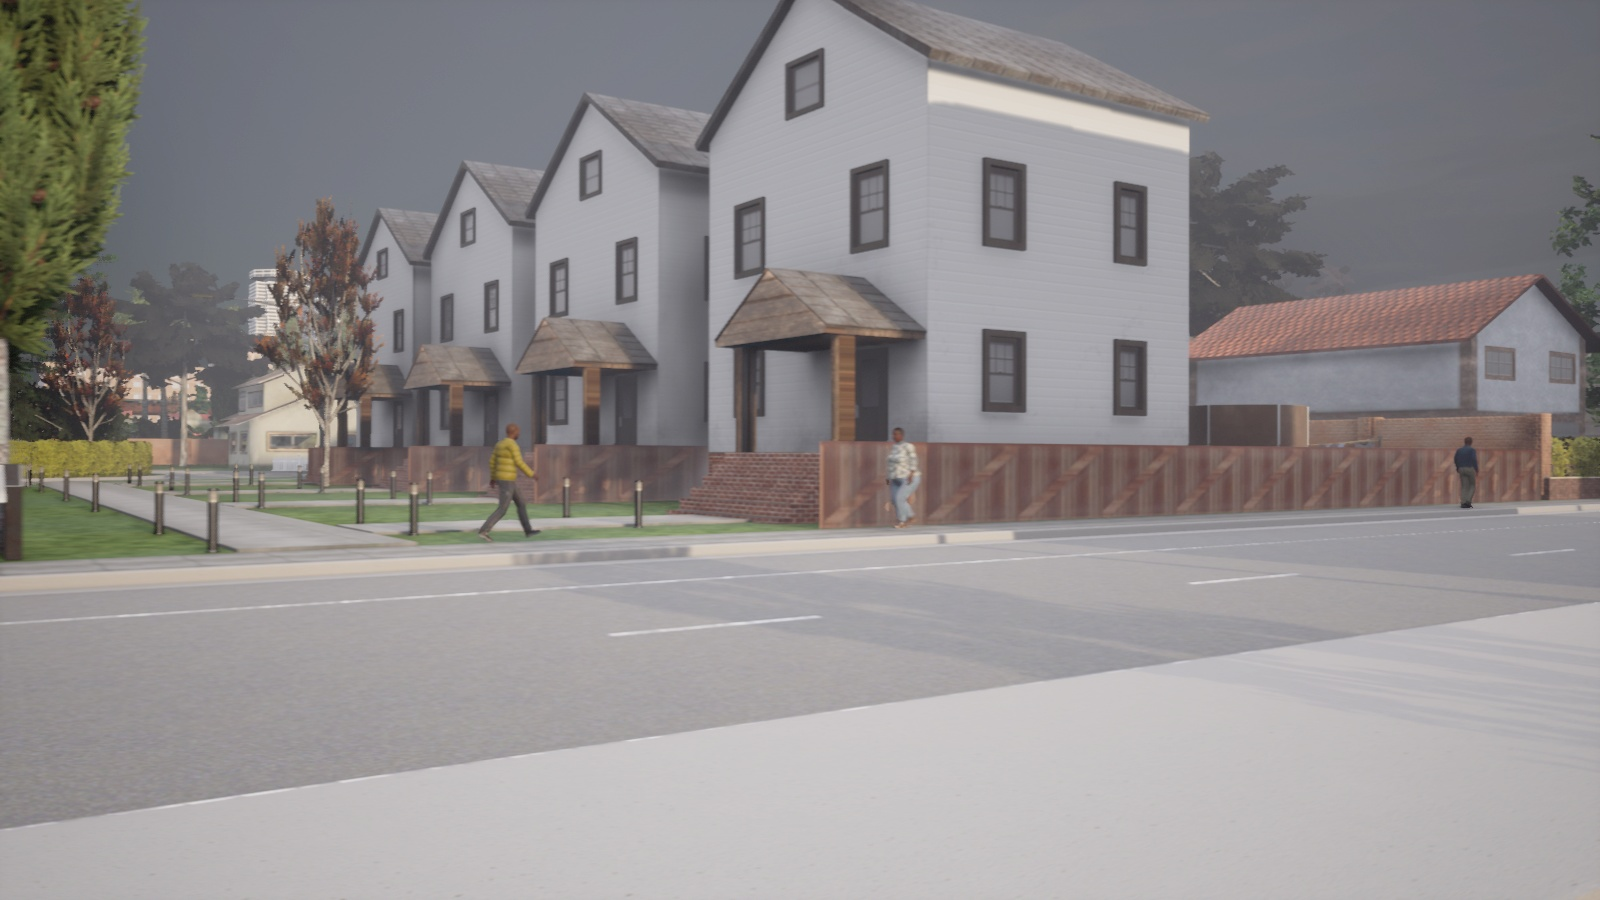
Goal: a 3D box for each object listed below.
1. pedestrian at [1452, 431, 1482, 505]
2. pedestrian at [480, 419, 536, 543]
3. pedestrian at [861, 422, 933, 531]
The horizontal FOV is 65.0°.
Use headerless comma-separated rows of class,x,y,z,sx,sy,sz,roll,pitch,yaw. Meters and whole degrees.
pedestrian,16.745,0.453,31.538,0.726,1.835,0.370,0,0,-36
pedestrian,-4.370,0.456,18.803,0.726,1.835,0.370,0,0,-33
pedestrian,1.700,0.455,22.031,0.900,1.855,0.874,0,0,-33
